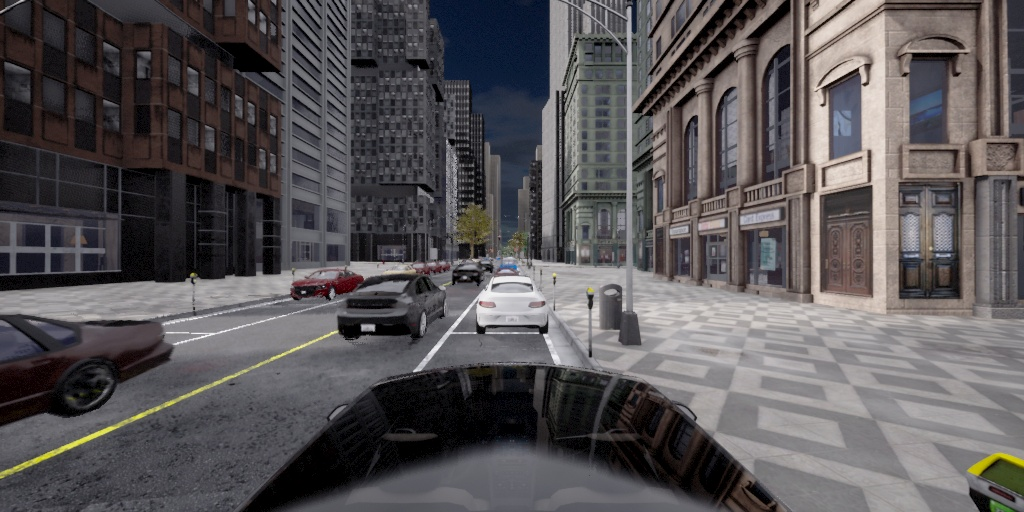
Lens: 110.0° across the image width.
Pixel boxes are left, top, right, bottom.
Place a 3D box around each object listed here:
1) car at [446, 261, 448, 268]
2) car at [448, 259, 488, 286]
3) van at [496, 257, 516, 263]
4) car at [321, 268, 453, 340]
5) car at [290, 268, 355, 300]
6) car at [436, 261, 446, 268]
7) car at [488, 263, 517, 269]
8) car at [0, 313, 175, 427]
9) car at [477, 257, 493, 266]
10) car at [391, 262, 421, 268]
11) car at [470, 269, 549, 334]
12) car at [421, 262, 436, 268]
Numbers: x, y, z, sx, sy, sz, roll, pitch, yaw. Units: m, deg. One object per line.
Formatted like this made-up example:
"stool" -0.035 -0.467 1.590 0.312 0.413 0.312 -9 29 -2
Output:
"car" -8.906 1.306 45.208 1.888 1.381 4.507 0 0 0
"car" -3.038 1.232 25.634 1.882 1.535 5.008 0 0 0
"van" -0.357 1.097 34.137 1.690 1.789 3.998 0 0 0
"car" -3.043 1.258 10.003 1.837 1.490 4.892 0 0 0
"car" -8.911 1.300 17.581 1.888 1.381 4.507 0 0 0
"car" -8.907 1.304 39.683 1.888 1.381 4.507 0 0 0
"car" -0.364 1.336 23.087 1.802 1.307 4.207 0 0 0
"car" -6.247 1.299 3.220 2.033 1.411 5.357 0 0 0
"car" -3.130 1.236 42.101 1.882 1.535 5.008 0 0 0
"car" -8.909 1.282 28.462 1.751 1.417 4.829 0 0 0
"car" 0.007 1.277 10.499 1.812 1.442 4.674 0 0 0
"car" -8.908 1.303 34.158 1.888 1.381 4.507 0 0 0
